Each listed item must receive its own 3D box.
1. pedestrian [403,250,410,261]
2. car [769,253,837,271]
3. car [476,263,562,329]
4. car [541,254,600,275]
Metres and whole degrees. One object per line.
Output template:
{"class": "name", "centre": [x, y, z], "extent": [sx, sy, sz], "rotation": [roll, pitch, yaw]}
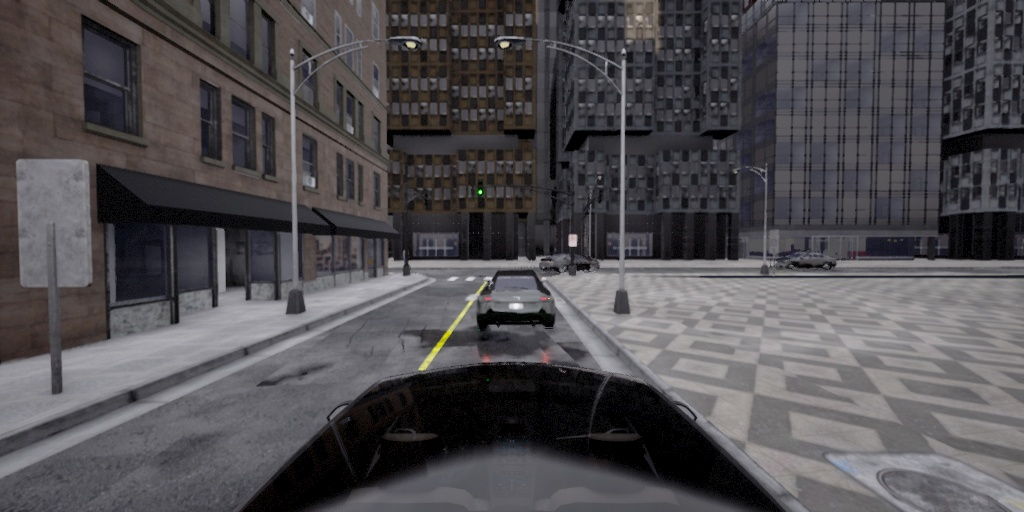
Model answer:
{"class": "pedestrian", "centre": [-9.885, 0.065, 33.484], "extent": [0.375, 1.860, 0.375], "rotation": [0, 2, 1]}
{"class": "car", "centre": [24.391, 0.456, 30.146], "extent": [4.902, 1.511, 2.128], "rotation": [0, 2, 1]}
{"class": "car", "centre": [0.100, 1.086, 10.342], "extent": [1.994, 1.385, 4.181], "rotation": [0, 2, 0]}
{"class": "car", "centre": [4.372, 0.576, 26.631], "extent": [4.902, 1.511, 2.128], "rotation": [-1, 1, -30]}
